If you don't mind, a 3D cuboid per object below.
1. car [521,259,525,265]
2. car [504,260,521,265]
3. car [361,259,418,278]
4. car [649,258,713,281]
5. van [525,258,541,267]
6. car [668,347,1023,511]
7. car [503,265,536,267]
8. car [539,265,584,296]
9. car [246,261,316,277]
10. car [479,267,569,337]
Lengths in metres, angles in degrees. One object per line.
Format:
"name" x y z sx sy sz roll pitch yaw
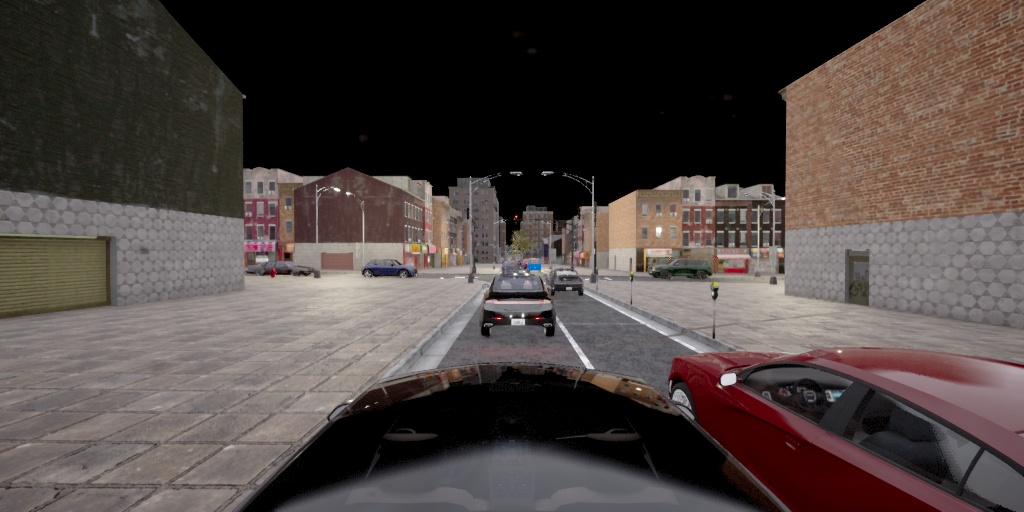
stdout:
"car" 2.948 1.255 56.775 2.192 1.841 5.009 0 0 0
"car" -0.179 1.460 43.286 1.895 1.301 4.718 0 0 1
"car" -10.593 1.042 31.366 4.553 1.767 2.097 1 1 0
"car" 16.027 1.225 34.111 5.566 2.045 2.150 1 1 0
"van" 2.887 1.215 46.194 1.690 1.789 3.998 0 0 0
"car" 2.637 1.294 2.364 1.888 1.381 4.507 0 0 0
"car" 0.230 1.371 20.374 1.895 1.301 4.718 0 0 1
"car" 2.734 1.318 19.239 2.007 1.370 4.403 0 0 0
"car" -20.145 1.109 31.429 5.357 1.411 2.033 1 1 0
"car" 0.147 1.244 10.331 2.128 1.511 4.902 0 0 0
